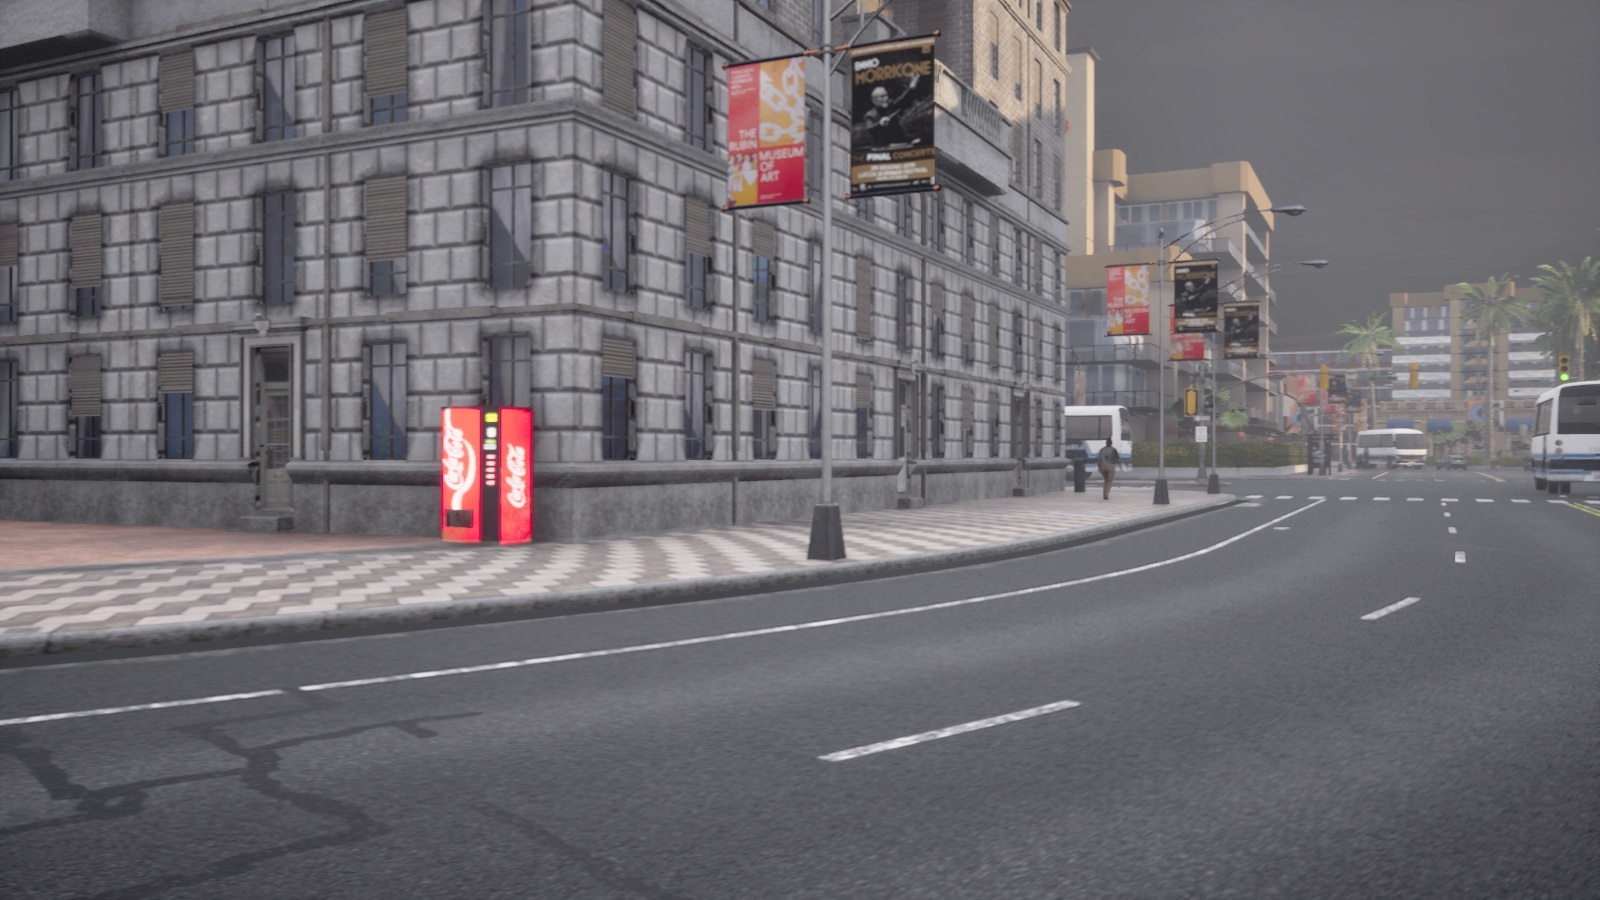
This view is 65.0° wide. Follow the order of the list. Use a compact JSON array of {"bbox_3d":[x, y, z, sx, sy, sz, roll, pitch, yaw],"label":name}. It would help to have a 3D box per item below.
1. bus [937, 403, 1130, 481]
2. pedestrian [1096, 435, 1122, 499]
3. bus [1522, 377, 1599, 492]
[{"bbox_3d":[13.483,-0.430,72.747,10.273,4.253,3.944,0,0,26],"label":"bus"},{"bbox_3d":[8.997,0.497,36.578,0.540,1.848,0.694,0,0,34],"label":"pedestrian"},{"bbox_3d":[31.861,-0.551,50.871,3.944,4.253,10.273,0,0,27],"label":"bus"}]
